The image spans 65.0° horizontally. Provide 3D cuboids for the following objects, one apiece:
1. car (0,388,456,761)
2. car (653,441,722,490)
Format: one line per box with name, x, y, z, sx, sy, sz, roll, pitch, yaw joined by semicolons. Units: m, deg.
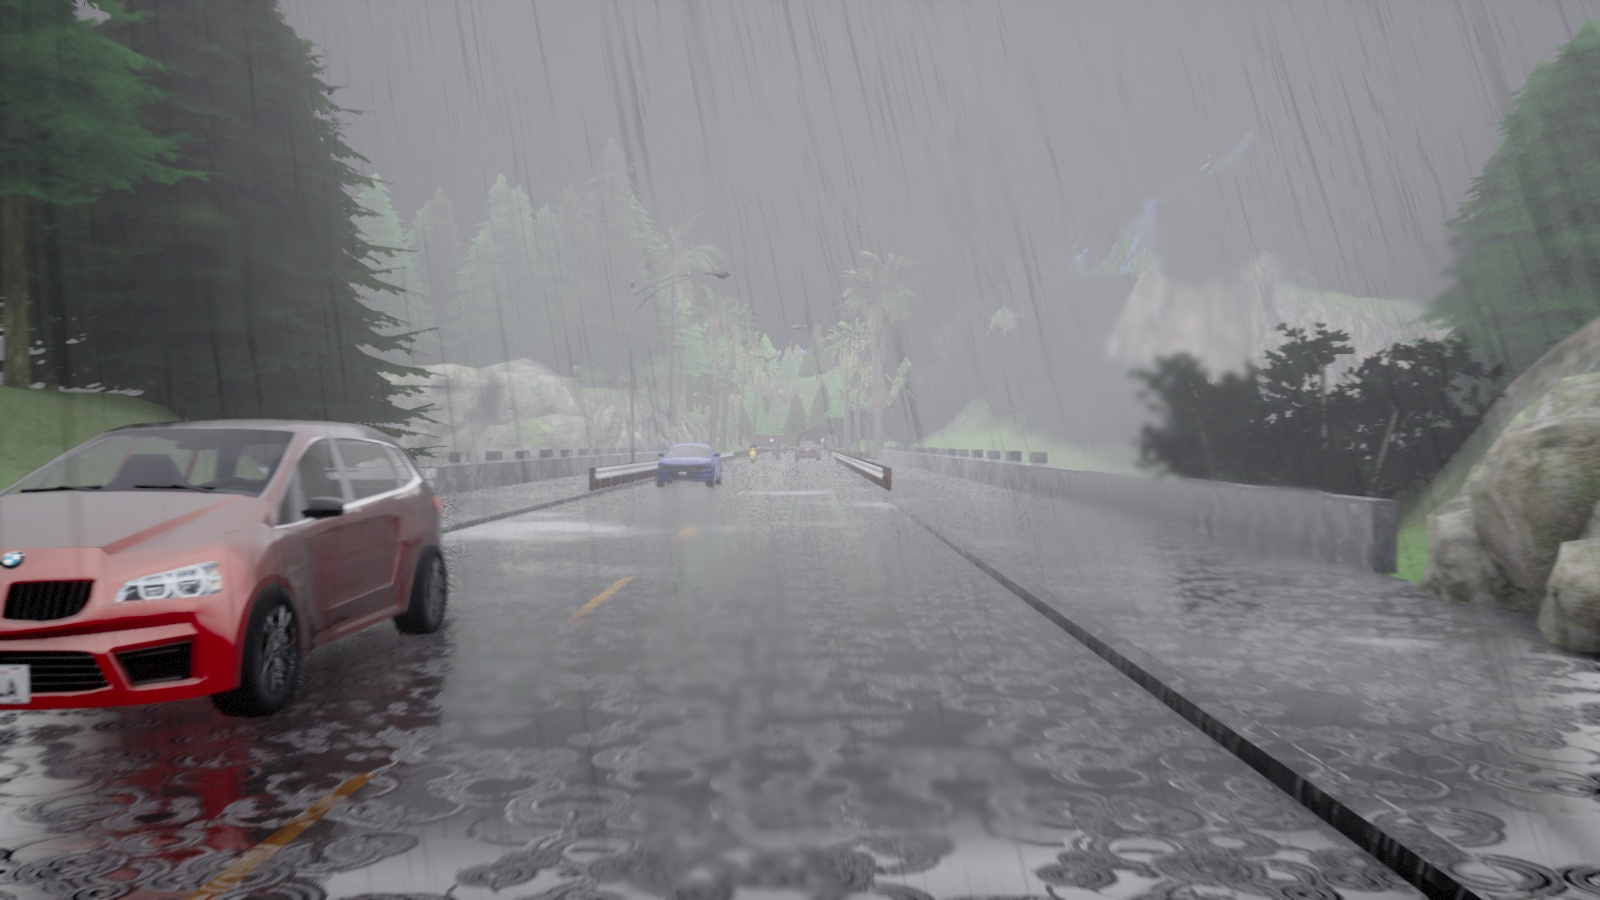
car;-3.939;0.543;7.930;2.242;1.667;4.611;0;0;0
car;-3.734;0.482;42.492;1.882;1.535;5.008;0;0;0
